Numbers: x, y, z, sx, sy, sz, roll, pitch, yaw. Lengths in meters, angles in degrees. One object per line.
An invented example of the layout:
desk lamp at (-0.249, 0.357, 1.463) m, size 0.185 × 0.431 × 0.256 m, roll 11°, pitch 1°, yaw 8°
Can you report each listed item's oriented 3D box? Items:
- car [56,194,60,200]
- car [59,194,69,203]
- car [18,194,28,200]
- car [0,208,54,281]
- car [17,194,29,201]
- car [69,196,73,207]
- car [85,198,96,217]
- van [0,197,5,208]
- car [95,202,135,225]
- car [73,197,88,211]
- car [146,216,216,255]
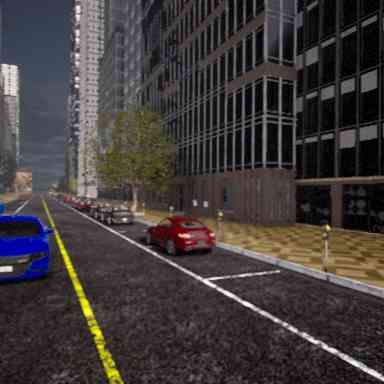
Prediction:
car at (-31.397, 1.284, 80.460) m, size 1.947 × 1.339 × 4.313 m, roll 1°, pitch 0°, yaw -25°
car at (-24.274, 1.348, 64.940) m, size 1.887 × 1.381 × 4.507 m, roll 1°, pitch 0°, yaw -25°
car at (-39.017, 1.213, 76.971) m, size 1.802 × 1.307 × 4.206 m, roll 1°, pitch 0°, yaw -25°
car at (-5.193, 1.444, 9.731) m, size 1.882 × 1.535 × 5.008 m, roll 1°, pitch 0°, yaw -24°
car at (-36.641, 1.205, 71.797) m, size 1.887 × 1.381 × 4.507 m, roll 1°, pitch 0°, yaw -25°
car at (-14.775, 1.342, 44.246) m, size 1.967 × 1.590 × 4.097 m, roll 1°, pitch 0°, yaw -25°
car at (-7.653, 1.520, 28.725) m, size 2.008 × 1.369 × 4.403 m, roll 1°, pitch 0°, yaw -25°
van at (-15.268, 1.223, 25.233) m, size 1.690 × 1.788 × 3.998 m, roll 1°, pitch 0°, yaw -25°
car at (-5.278, 1.540, 23.552) m, size 2.008 × 1.369 × 4.403 m, roll 1°, pitch 0°, yaw -25°
car at (-12.400, 1.365, 39.073) m, size 1.967 × 1.590 × 4.097 m, roll 1°, pitch 0°, yaw -25°
car at (-0.530, 1.604, 13.205) m, size 1.802 × 1.307 × 4.206 m, roll 1°, pitch 0°, yaw -25°
